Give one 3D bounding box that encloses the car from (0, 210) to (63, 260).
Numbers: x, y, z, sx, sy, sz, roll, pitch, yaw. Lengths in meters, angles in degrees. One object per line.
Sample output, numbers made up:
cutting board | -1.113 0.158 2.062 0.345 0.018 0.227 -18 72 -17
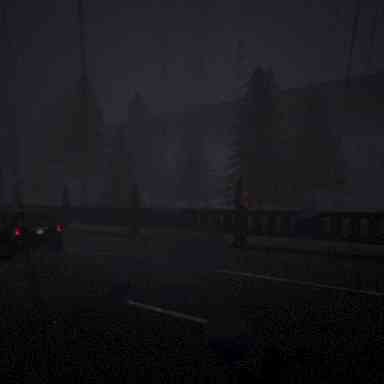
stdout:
car | -7.249 1.498 13.361 4.553 1.767 2.097 -1 -1 36
